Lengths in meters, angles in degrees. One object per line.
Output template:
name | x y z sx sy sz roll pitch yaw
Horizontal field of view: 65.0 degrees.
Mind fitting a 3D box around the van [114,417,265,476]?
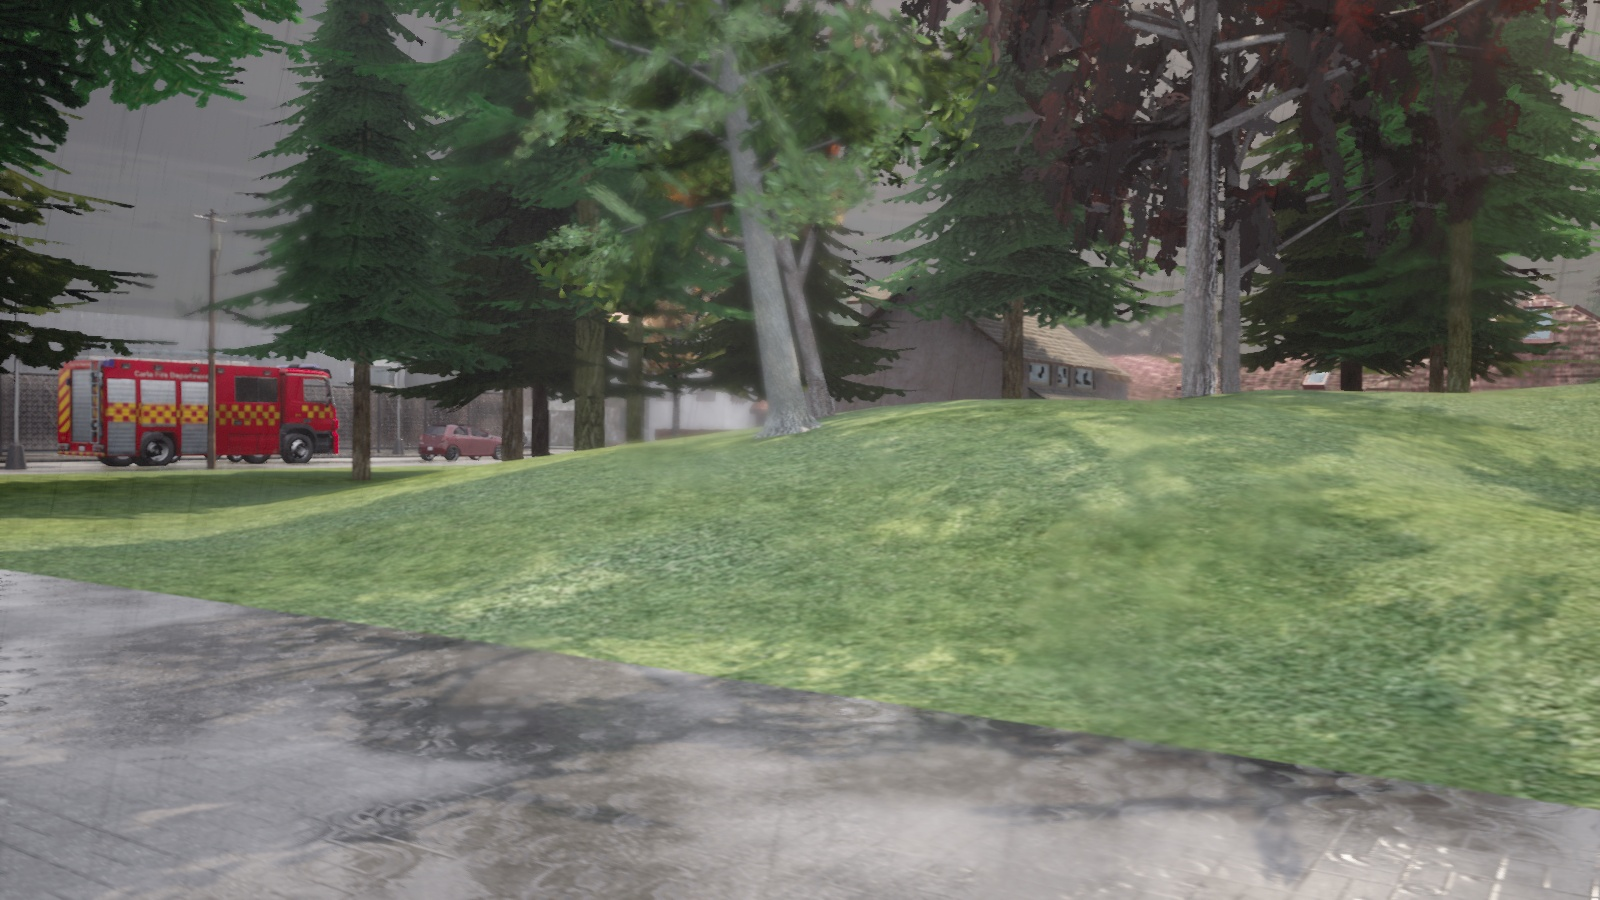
van | -22.135 -0.172 45.668 2.069 2.038 4.480 0 1 34

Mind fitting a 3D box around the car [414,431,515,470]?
car | -13.643 -0.015 51.217 1.845 1.501 3.633 0 1 33

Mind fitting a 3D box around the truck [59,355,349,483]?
truck | -19.671 -1.015 42.135 2.891 3.827 8.468 0 1 34
